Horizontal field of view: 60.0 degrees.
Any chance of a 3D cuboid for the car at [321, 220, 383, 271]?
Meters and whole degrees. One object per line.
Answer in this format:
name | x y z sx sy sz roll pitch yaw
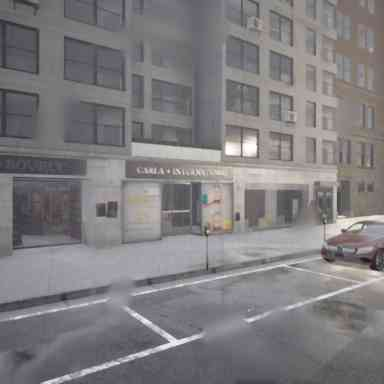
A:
car | 5.952 1.582 10.820 4.206 1.307 1.802 0 0 -36
